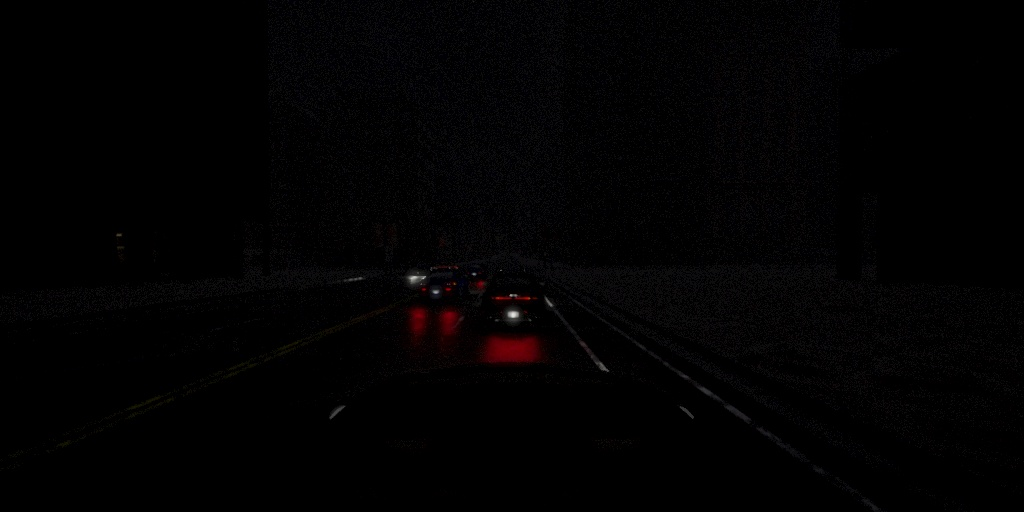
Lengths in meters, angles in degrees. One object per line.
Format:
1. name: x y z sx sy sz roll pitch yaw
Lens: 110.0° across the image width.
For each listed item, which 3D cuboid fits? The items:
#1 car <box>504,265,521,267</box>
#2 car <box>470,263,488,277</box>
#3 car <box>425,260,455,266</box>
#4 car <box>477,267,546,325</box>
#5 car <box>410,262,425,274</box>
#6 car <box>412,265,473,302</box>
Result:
1. car: 0.051 1.381 28.136 2.033 1.411 5.357 0 0 0
2. car: -3.184 1.377 32.763 1.812 1.442 4.674 0 0 0
3. car: -6.607 1.212 34.968 2.097 1.767 4.553 0 0 0
4. car: 0.055 1.283 11.905 1.837 1.490 4.892 0 0 0
5. car: -9.840 1.430 40.246 2.033 1.411 5.357 0 0 0
6. car: -3.176 1.320 17.307 1.812 1.442 4.674 0 0 0
